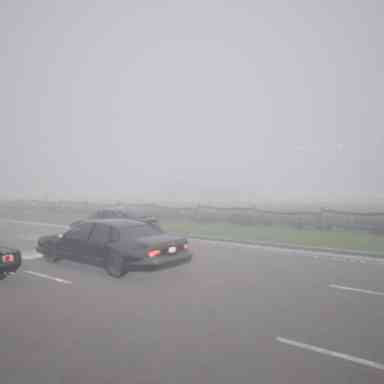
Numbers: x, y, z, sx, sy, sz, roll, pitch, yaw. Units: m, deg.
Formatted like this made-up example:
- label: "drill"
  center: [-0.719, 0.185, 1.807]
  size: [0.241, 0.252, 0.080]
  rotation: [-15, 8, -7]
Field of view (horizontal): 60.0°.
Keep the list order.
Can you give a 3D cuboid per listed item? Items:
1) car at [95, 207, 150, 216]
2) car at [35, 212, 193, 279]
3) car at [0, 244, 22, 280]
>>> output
- label: "car"
  center: [-3.601, 1.471, 15.127]
  size: [4.892, 1.490, 1.837]
  rotation: [1, 0, 36]
- label: "car"
  center: [-2.539, 1.524, 10.038]
  size: [5.357, 1.411, 2.033]
  rotation: [0, 0, 36]
- label: "car"
  center: [-6.429, 1.570, 8.536]
  size: [4.718, 1.301, 1.895]
  rotation: [0, 0, 36]
